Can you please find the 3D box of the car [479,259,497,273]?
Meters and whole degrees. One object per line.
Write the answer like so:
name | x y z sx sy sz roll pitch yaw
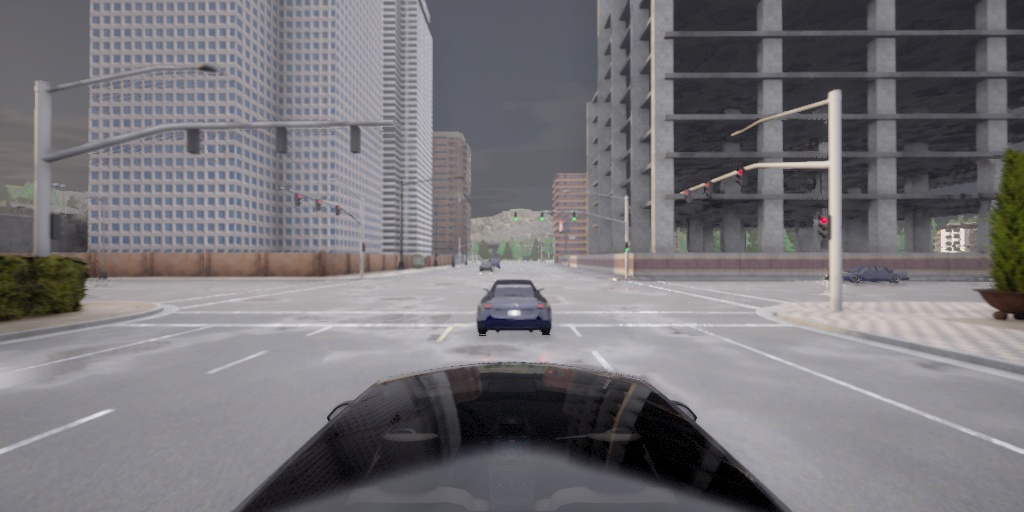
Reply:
car | -3.667 1.587 51.645 1.837 1.490 4.892 0 0 1

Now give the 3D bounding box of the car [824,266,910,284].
car | 28.122 1.476 28.470 5.357 1.411 2.033 0 0 0

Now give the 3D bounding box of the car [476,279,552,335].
car | 0.048 1.374 10.752 1.994 1.385 4.181 0 0 0
